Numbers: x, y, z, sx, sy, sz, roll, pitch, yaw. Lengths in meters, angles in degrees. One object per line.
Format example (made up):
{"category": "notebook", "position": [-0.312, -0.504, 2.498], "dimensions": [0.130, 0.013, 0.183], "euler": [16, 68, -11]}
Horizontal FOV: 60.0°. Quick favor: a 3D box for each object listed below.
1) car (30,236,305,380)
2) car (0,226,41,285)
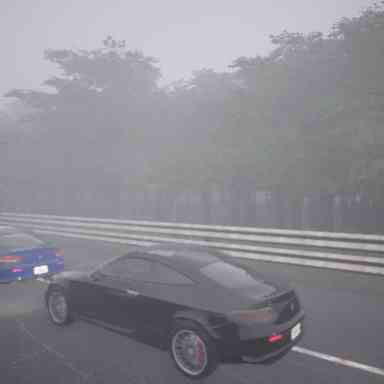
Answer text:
{"category": "car", "position": [-0.551, 1.606, 5.568], "dimensions": [4.674, 1.442, 1.812], "euler": [-1, -1, 36]}
{"category": "car", "position": [-5.350, 1.659, 9.092], "dimensions": [4.674, 1.442, 1.812], "euler": [-1, -1, 36]}
